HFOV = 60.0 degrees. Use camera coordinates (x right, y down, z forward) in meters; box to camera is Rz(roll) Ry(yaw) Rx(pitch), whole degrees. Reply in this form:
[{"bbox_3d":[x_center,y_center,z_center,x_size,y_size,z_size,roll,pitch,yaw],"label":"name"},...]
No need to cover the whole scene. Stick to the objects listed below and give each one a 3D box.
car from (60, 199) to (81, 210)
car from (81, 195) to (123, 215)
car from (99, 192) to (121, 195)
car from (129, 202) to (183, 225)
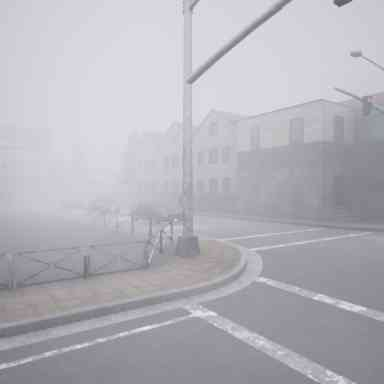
[{"bbox_3d":[-14.103,1.424,39.278,1.895,1.301,4.718,0,0,-35],"label":"car"},{"bbox_3d":[-8.283,1.315,31.006,2.128,1.511,4.902,0,0,-35],"label":"car"},{"bbox_3d":[-10.220,1.045,40.118,2.150,2.045,5.566,0,0,-35],"label":"car"},{"bbox_3d":[-2.538,1.371,22.887,2.033,1.411,5.357,0,0,-35],"label":"car"}]
